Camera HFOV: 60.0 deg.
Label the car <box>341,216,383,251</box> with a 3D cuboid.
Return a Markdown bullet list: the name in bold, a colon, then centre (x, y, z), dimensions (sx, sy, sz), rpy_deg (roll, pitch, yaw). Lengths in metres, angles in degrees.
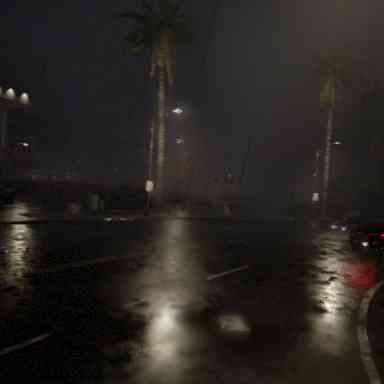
- **car**: centre (9.176, 2.036, 15.498), dimensions (4.892, 1.490, 1.837), rpy_deg (3, -2, -38)

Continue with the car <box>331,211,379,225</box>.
- **car**: centre (15.663, 2.452, 30.970), dimensions (5.357, 1.411, 2.033), rpy_deg (3, 0, -20)
